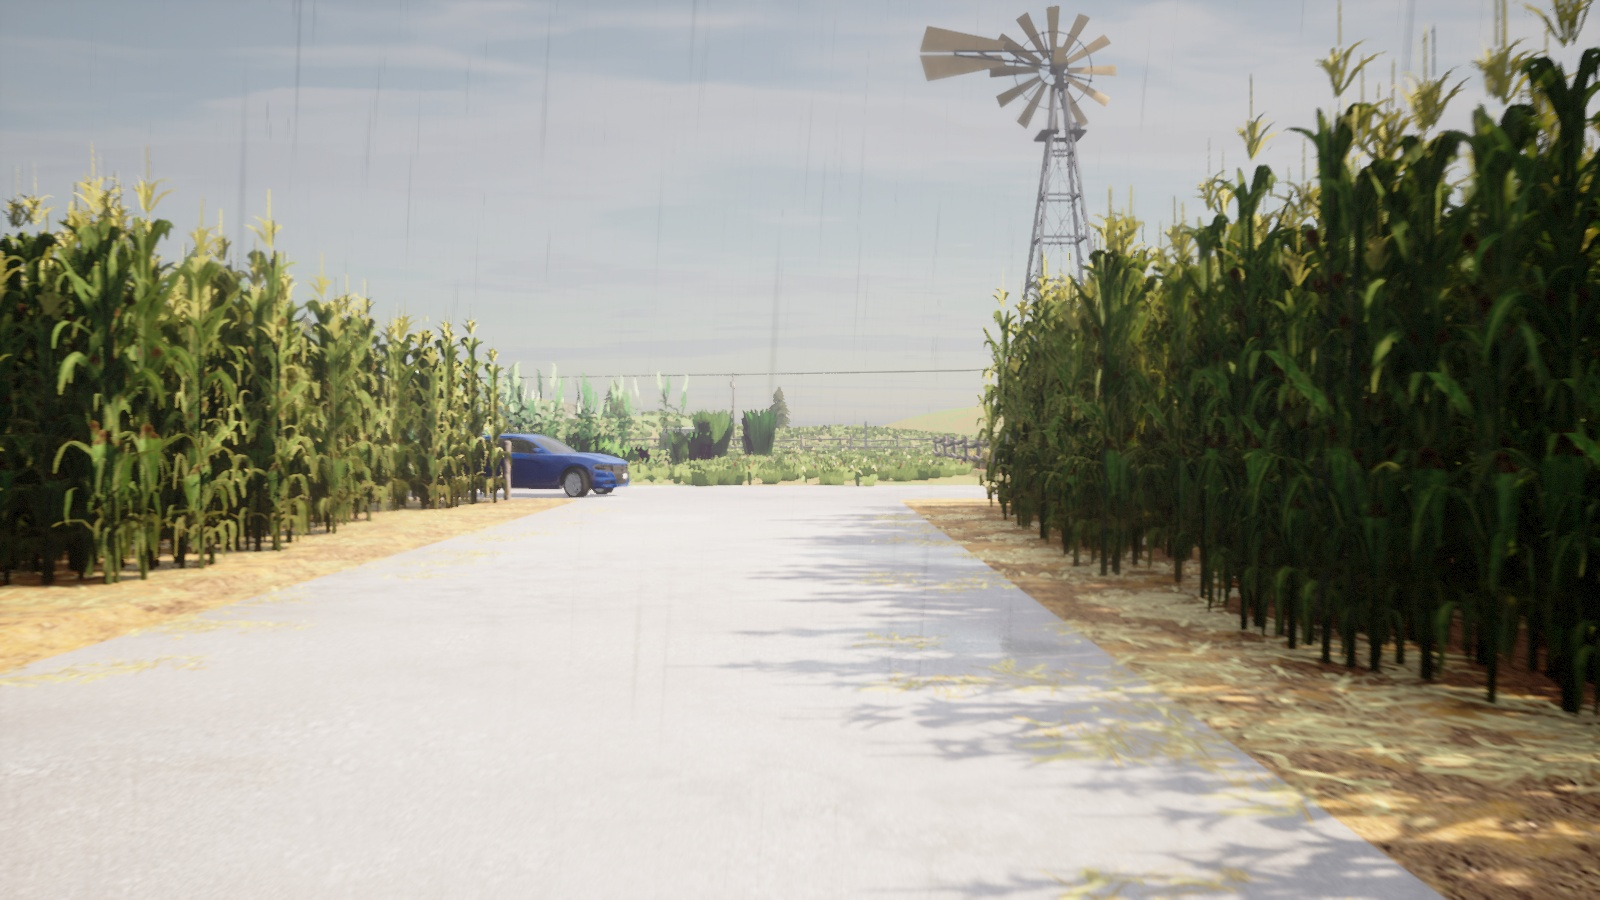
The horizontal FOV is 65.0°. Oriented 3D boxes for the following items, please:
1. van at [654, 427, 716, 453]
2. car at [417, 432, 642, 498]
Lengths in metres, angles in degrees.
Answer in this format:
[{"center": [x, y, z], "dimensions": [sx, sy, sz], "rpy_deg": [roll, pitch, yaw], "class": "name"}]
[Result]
[{"center": [-8.856, -0.793, 96.907], "dimensions": [4.442, 1.987, 1.775], "rpy_deg": [0, 1, 6], "class": "van"}, {"center": [-6.527, 0.333, 30.422], "dimensions": [5.008, 1.535, 1.882], "rpy_deg": [0, 0, 14], "class": "car"}]
